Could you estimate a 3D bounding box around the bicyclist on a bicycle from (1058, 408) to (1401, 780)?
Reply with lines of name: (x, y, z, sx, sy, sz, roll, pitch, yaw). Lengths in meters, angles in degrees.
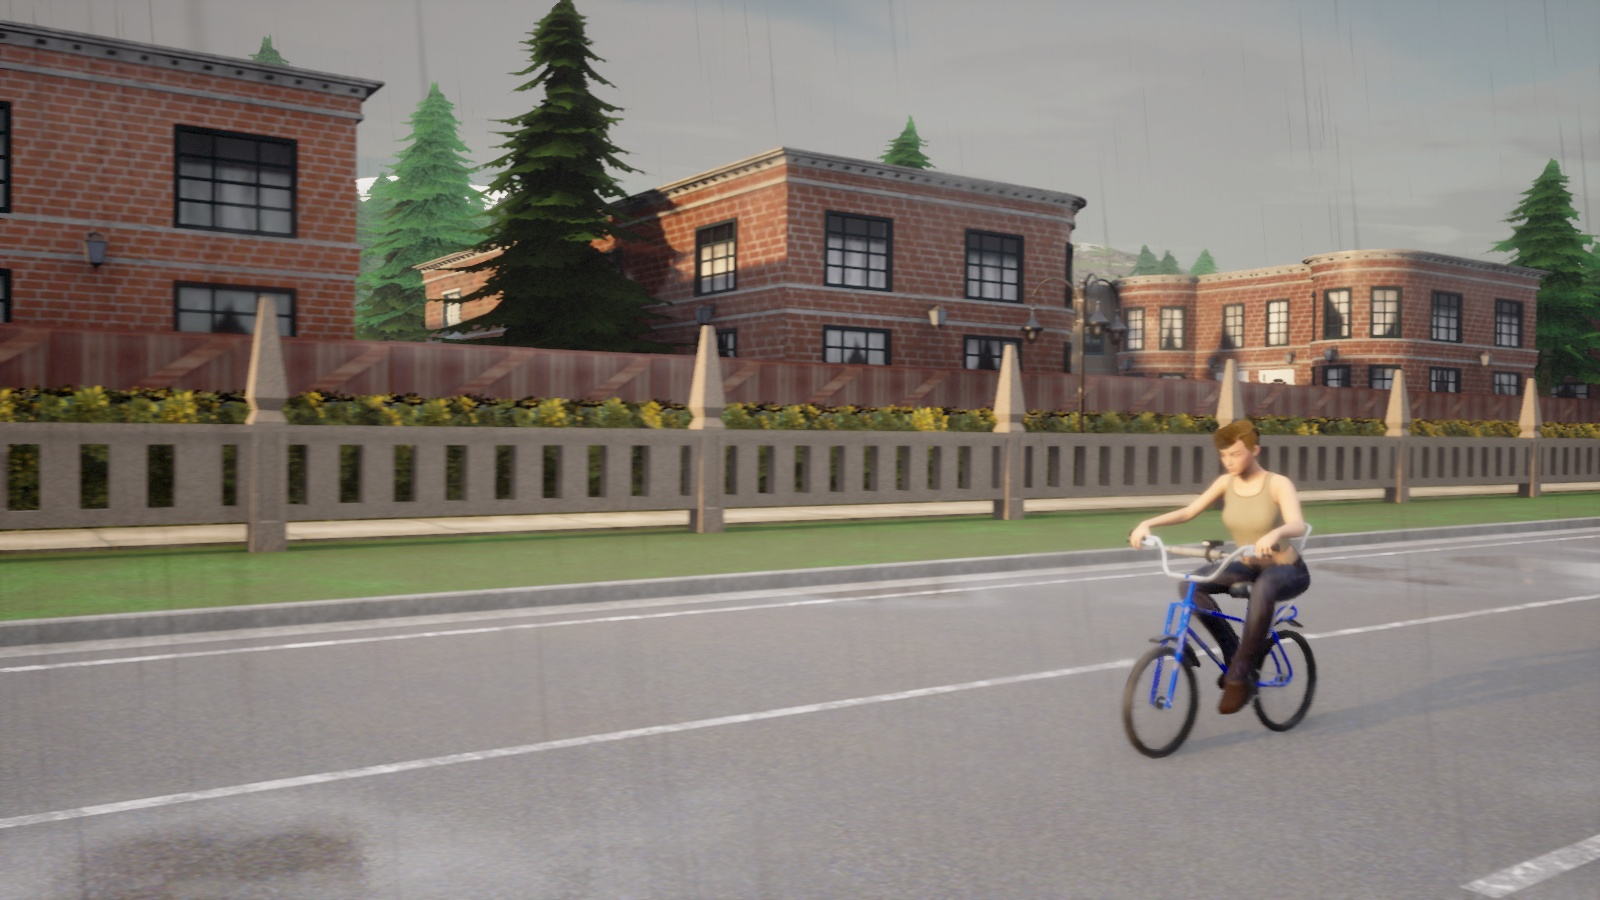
bicyclist on a bicycle: (2.139, 0.610, 6.225, 1.509, 1.612, 0.866, -2, 1, -34)
